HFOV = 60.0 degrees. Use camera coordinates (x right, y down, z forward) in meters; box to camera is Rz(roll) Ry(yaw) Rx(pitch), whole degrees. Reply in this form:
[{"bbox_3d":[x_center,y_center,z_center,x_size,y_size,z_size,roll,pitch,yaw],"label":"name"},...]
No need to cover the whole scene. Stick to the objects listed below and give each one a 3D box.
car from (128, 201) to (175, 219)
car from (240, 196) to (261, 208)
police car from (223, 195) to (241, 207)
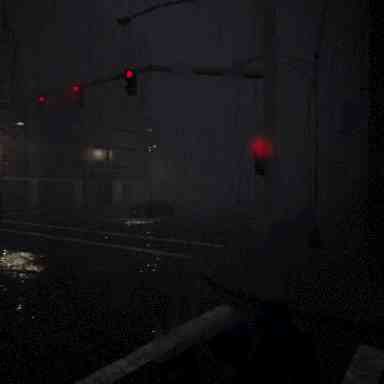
[{"bbox_3d":[-3.291,1.400,27.448,1.994,1.385,4.181,1,0,35],"label":"car"},{"bbox_3d":[8.907,1.358,44.585,2.033,1.411,5.357,1,0,35],"label":"car"},{"bbox_3d":[6.127,1.209,46.711,1.930,1.638,5.238,1,0,35],"label":"police car"}]
